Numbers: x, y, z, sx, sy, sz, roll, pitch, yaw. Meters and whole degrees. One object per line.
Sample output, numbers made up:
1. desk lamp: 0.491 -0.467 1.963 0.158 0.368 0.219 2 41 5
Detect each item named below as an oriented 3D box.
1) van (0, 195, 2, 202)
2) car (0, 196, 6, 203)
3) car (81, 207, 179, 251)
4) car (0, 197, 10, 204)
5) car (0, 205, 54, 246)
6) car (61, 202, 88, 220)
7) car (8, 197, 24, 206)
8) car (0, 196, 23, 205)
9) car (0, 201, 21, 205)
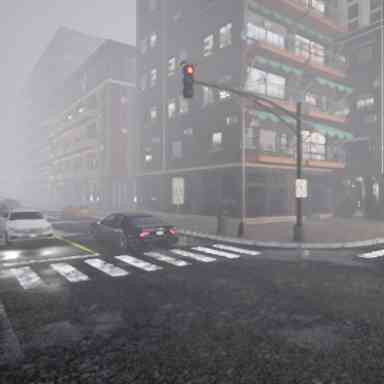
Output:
1. van: -46.039 1.525 78.657 1.690 1.788 3.998 0 0 -36
2. car: -42.835 1.690 74.193 1.752 1.417 4.829 0 0 -36
3. car: -2.708 1.563 14.249 2.033 1.411 5.357 0 0 -38
4. car: -39.432 1.709 69.454 1.947 1.339 4.313 0 0 -36
5. car: -7.923 1.537 15.681 1.812 1.442 4.674 0 0 -36
6. car: -9.802 1.562 28.190 1.752 1.417 4.829 0 0 -36
7. car: -29.623 1.620 55.793 1.752 1.417 4.829 0 0 -36
8. car: -22.632 1.586 41.619 1.812 1.442 4.674 0 0 -36
9. car: -14.126 1.587 24.291 1.994 1.385 4.181 0 0 -35
